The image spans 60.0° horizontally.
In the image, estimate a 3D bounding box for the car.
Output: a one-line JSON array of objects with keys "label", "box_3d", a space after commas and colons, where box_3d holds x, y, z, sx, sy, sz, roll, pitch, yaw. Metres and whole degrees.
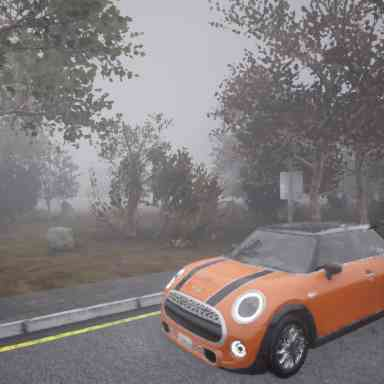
[{"label": "car", "box_3d": [1.740, 1.352, 5.655, 4.553, 1.767, 2.097, 0, 0, -35]}]
